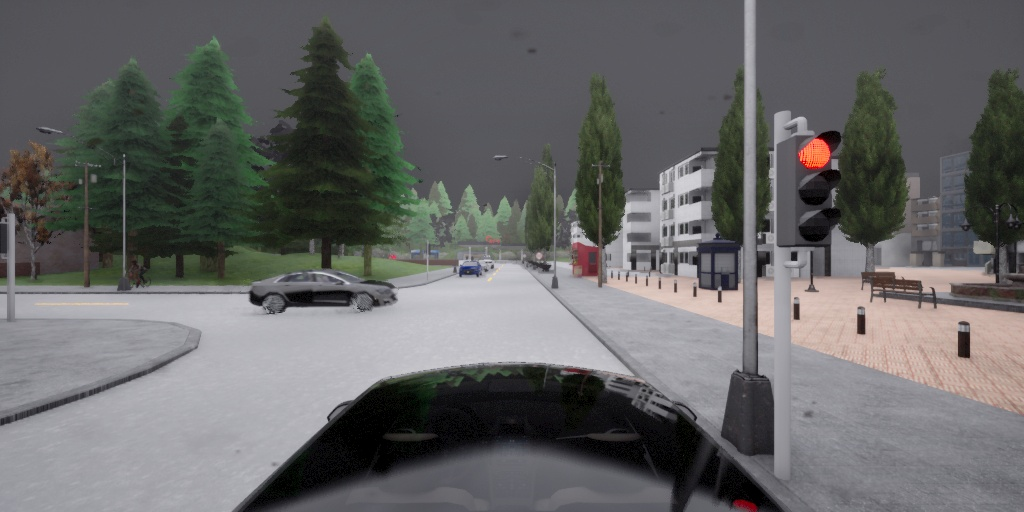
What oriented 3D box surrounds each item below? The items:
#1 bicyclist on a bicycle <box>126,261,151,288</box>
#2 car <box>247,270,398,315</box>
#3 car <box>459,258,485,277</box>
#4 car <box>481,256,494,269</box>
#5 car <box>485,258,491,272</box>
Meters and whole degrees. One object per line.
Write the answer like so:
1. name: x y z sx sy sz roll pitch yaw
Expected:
1. bicyclist on a bicycle: -22.132 1.099 21.162 0.582 1.620 1.656 0 0 0
2. car: -6.759 1.242 13.125 4.902 1.511 2.128 0 0 -7
3. car: -4.081 1.228 35.850 1.882 1.535 5.008 0 0 0
4. car: -4.012 0.971 56.410 2.150 2.045 5.566 0 0 0
5. car: -4.059 1.276 46.011 1.812 1.442 4.674 0 0 0
